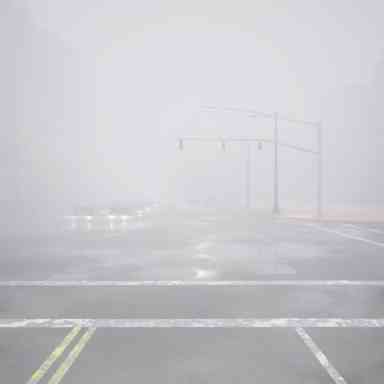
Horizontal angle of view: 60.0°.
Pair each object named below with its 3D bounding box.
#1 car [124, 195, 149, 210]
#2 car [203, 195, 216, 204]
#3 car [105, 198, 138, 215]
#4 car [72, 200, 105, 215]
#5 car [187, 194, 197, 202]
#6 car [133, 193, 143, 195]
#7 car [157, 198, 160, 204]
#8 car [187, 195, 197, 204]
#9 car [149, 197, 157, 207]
[{"bbox_3d":[-7.106,1.526,42.720,1.812,1.442,4.674,0,0,0],"label":"car"},{"bbox_3d":[3.473,1.505,63.282,1.837,1.490,4.892,0,0,0],"label":"car"},{"bbox_3d":[-7.107,1.564,33.975,1.994,1.385,4.181,0,0,0],"label":"car"},{"bbox_3d":[-10.608,1.526,34.006,1.812,1.442,4.674,0,0,0],"label":"car"},{"bbox_3d":[-0.030,1.355,74.736,2.097,1.767,4.553,0,0,0],"label":"car"},{"bbox_3d":[-10.573,1.221,64.013,2.150,2.045,5.566,0,0,0],"label":"car"},{"bbox_3d":[-7.091,1.564,61.448,1.994,1.385,4.181,0,0,0],"label":"car"},{"bbox_3d":[0.071,1.491,64.557,2.128,1.511,4.902,0,0,0],"label":"car"},{"bbox_3d":[-7.110,1.564,51.471,1.994,1.385,4.181,0,0,0],"label":"car"}]
